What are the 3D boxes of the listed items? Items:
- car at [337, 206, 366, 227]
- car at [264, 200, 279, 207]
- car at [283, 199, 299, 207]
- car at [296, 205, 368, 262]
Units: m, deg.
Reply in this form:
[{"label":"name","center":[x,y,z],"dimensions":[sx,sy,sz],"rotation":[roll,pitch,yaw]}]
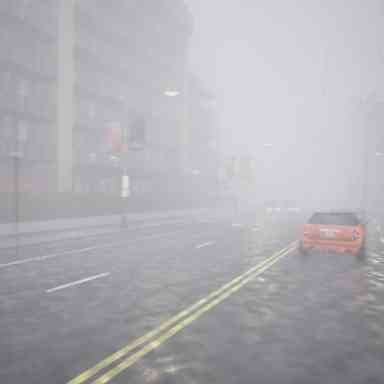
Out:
[{"label":"car","center":[12.643,1.864,26.184],"dimensions":[1.895,1.301,4.718],"rotation":[0,0,28]},{"label":"car","center":[14.244,2.064,59.494],"dimensions":[1.895,1.301,4.718],"rotation":[1,0,2]},{"label":"car","center":[17.723,1.988,59.757],"dimensions":[2.128,1.511,4.902],"rotation":[1,0,2]},{"label":"car","center":[5.682,1.476,13.098],"dimensions":[2.097,1.767,4.553],"rotation":[0,0,29]}]
